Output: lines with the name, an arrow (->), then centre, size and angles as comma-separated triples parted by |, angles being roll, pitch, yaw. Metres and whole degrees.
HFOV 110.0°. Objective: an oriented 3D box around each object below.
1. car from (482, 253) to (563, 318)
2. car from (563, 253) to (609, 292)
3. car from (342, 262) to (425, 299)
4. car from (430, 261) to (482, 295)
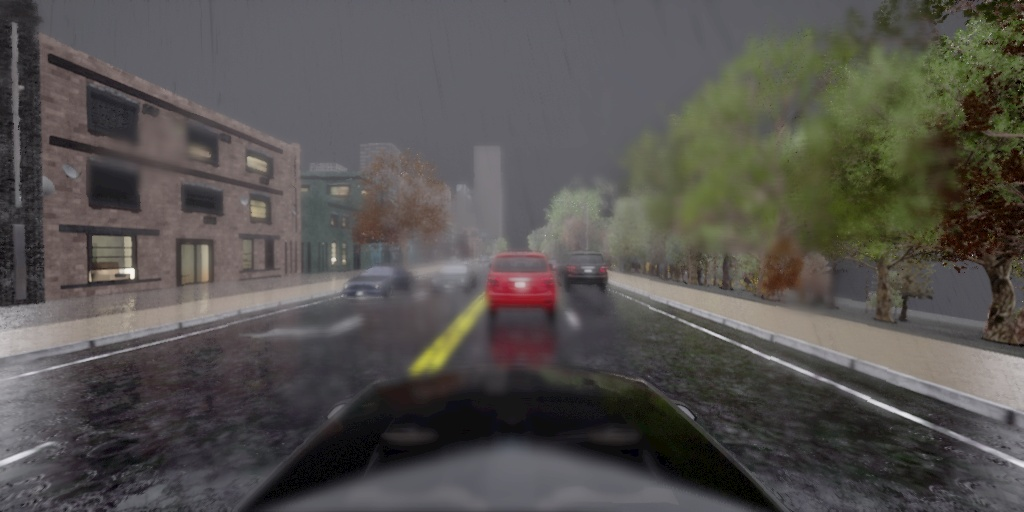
car -> 0.380, 0.909, 12.894 | 2.150, 2.045, 5.566 | 0, 1, 2
car -> 3.894, 0.865, 20.189 | 2.150, 2.045, 5.566 | 0, 0, 2
car -> -6.139, 1.197, 17.497 | 2.033, 1.411, 5.357 | 0, 0, 2
car -> -2.843, 1.170, 18.993 | 1.812, 1.442, 4.674 | 0, 0, 2
